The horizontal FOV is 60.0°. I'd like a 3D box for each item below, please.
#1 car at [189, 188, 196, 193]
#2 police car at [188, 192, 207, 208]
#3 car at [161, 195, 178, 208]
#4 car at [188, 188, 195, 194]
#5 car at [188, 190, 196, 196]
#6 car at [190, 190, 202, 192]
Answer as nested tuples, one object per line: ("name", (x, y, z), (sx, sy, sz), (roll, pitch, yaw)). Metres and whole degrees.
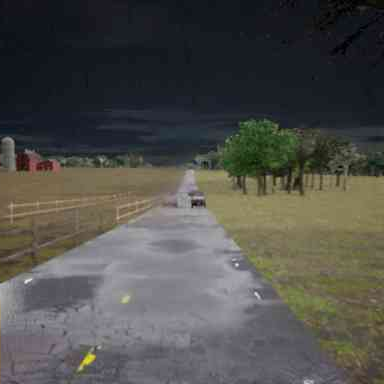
("car", (0.017, -0.430, 93.030), (1.895, 1.301, 4.718), (0, 3, 0))
("police car", (0.833, 1.171, 42.546), (1.930, 1.638, 5.238), (0, 1, 0))
("car", (-2.829, 1.219, 42.805), (1.882, 1.535, 5.008), (0, 1, 0))
("car", (0.836, 0.632, 58.453), (2.150, 2.045, 5.566), (0, 2, 0))
("car", (0.014, 0.211, 77.769), (1.895, 1.301, 4.718), (0, 2, 0))
("car", (0.834, 1.011, 52.622), (1.801, 1.575, 5.366), (0, 1, 0))
